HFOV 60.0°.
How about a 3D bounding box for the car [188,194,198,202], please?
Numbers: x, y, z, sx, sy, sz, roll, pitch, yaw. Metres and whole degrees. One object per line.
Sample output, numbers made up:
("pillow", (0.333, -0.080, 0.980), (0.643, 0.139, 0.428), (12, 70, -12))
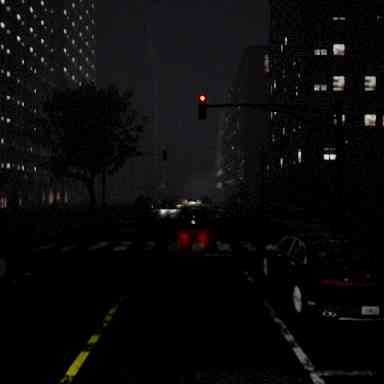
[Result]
("car", (0.046, 1.643, 69.347), (1.895, 1.301, 4.718), (0, 0, 0))

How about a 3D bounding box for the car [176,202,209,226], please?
("car", (0.110, 1.604, 23.273), (1.895, 1.301, 4.718), (0, 0, 0))

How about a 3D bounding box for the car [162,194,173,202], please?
("car", (-5.639, 1.371, 78.244), (2.192, 1.841, 5.009), (0, 0, 0))

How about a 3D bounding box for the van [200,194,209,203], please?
("van", (2.738, 1.388, 72.716), (1.690, 1.788, 3.998), (0, 0, 0))

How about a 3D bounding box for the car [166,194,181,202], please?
("car", (-3.031, 1.383, 59.685), (2.097, 1.767, 4.553), (0, 0, 0))

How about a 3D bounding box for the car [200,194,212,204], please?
("car", (2.731, 1.599, 61.669), (1.947, 1.339, 4.313), (0, 0, 0))

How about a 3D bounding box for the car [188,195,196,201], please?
("car", (0.054, 1.385, 79.324), (1.882, 1.535, 5.008), (0, 0, 0))

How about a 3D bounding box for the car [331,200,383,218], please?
("car", (13.444, 1.345, 26.588), (4.403, 1.369, 2.008), (-1, 1, -1))

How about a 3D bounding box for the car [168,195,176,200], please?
("car", (-5.627, 1.636, 94.812), (2.008, 1.369, 4.403), (0, 0, 0))

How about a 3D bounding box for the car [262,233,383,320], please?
("car", (2.694, 1.550, 7.190), (2.008, 1.369, 4.403), (0, 0, 0))

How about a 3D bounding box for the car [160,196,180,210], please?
("car", (-3.066, 1.581, 43.867), (1.994, 1.385, 4.181), (0, 0, 0))

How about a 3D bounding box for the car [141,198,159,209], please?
("car", (-5.661, 1.584, 45.107), (1.947, 1.339, 4.313), (0, 0, 0))

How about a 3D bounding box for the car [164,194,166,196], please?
("car", (-5.642, 1.613, 72.722), (1.947, 1.339, 4.313), (0, 0, 0))

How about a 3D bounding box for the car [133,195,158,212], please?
("car", (-5.665, 1.328, 39.584), (2.192, 1.841, 5.009), (0, 0, 0))

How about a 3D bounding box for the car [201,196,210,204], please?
("car", (2.735, 1.565, 67.362), (1.752, 1.417, 4.829), (0, 0, 0))

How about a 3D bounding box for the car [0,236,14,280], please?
("car", (-5.686, 1.544, 7.196), (1.887, 1.381, 4.507), (0, 0, 0))
